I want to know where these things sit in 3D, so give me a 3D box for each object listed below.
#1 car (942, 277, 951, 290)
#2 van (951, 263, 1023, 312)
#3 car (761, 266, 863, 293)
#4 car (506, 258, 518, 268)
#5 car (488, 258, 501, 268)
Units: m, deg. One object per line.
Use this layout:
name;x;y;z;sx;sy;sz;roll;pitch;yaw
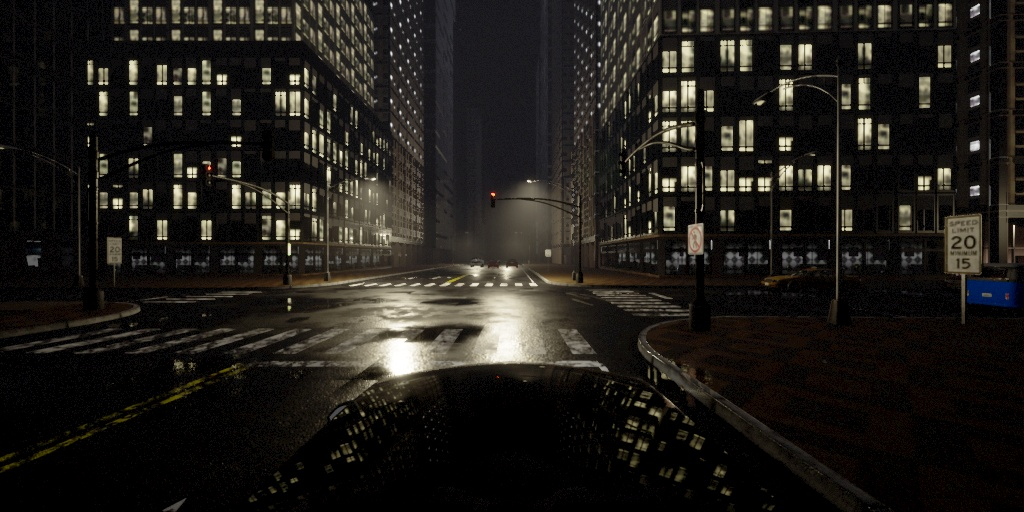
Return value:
car;26.923;1.356;20.089;4.207;1.307;1.802;0;0;2
van;18.359;1.119;12.402;3.998;1.789;1.690;0;0;2
car;17.089;1.293;20.574;4.829;1.417;1.751;0;0;2
car;0.006;1.212;63.546;2.097;1.767;4.553;0;0;0
car;-3.245;1.460;63.190;1.895;1.301;4.718;0;0;0
